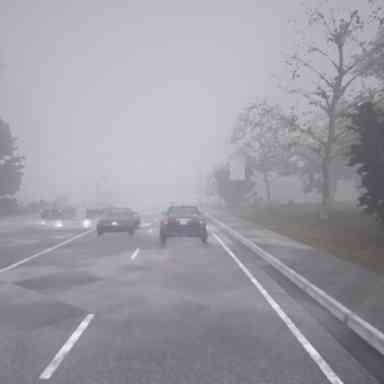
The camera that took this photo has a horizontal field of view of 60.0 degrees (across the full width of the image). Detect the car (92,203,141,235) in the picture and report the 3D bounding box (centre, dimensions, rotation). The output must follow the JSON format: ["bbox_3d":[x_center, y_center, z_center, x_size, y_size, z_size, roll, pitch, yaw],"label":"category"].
[{"bbox_3d":[-4.084,1.586,19.096,1.994,1.385,4.181,0,0,-3],"label":"car"}]

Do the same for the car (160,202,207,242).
[{"bbox_3d":[-0.465,1.367,16.686,2.097,1.767,4.553,0,0,-3],"label":"car"}]

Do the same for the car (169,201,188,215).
[{"bbox_3d":[-1.438,1.660,35.242,1.895,1.301,4.718,0,0,-3],"label":"car"}]

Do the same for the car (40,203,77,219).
[{"bbox_3d":[-11.848,1.656,29.709,1.895,1.301,4.718,0,0,-3],"label":"car"}]

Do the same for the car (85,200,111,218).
[{"bbox_3d":[-8.396,1.531,30.714,1.882,1.535,5.008,0,0,-3],"label":"car"}]
